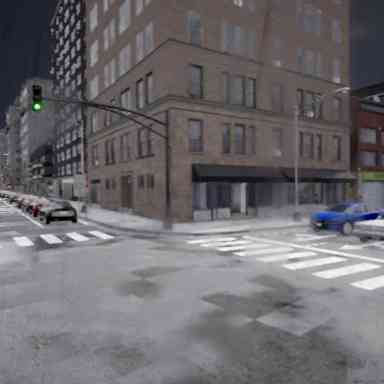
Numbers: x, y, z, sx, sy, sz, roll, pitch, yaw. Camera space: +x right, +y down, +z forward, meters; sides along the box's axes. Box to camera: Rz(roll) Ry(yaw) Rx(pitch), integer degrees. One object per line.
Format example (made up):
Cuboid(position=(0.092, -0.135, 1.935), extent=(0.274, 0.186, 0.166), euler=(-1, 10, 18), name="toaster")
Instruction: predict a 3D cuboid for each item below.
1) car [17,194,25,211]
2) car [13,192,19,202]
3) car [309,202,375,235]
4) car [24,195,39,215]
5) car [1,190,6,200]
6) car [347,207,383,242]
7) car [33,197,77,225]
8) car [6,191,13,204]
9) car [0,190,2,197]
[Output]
Cuboid(position=(-14.372, 1.060, 30.277), extent=(2.008, 1.369, 4.403), euler=(0, 1, -32), name="car")
Cuboid(position=(-17.317, 0.980, 34.958), extent=(1.887, 1.381, 4.507), euler=(0, 1, -32), name="car")
Cuboid(position=(8.263, 1.298, 17.488), extent=(5.008, 1.535, 1.882), euler=(0, 0, -32), name="car")
Cuboid(position=(-11.427, 1.127, 25.596), extent=(1.887, 1.381, 4.507), euler=(0, 1, -32), name="car")
Cuboid(position=(-29.099, 0.691, 53.680), extent=(2.008, 1.369, 4.403), euler=(0, 1, -32), name="car")
Cuboid(position=(8.874, 1.439, 13.998), extent=(4.718, 1.301, 1.895), euler=(0, 0, -33), name="car")
Cuboid(position=(-8.482, 1.221, 20.916), extent=(1.947, 1.339, 4.313), euler=(0, 1, -32), name="car")
Cuboid(position=(-23.208, 0.854, 44.319), extent=(1.947, 1.339, 4.313), euler=(0, 1, -32), name="car")
Cuboid(position=(-34.989, 0.557, 63.042), extent=(1.947, 1.339, 4.313), euler=(0, 1, -32), name="car")
